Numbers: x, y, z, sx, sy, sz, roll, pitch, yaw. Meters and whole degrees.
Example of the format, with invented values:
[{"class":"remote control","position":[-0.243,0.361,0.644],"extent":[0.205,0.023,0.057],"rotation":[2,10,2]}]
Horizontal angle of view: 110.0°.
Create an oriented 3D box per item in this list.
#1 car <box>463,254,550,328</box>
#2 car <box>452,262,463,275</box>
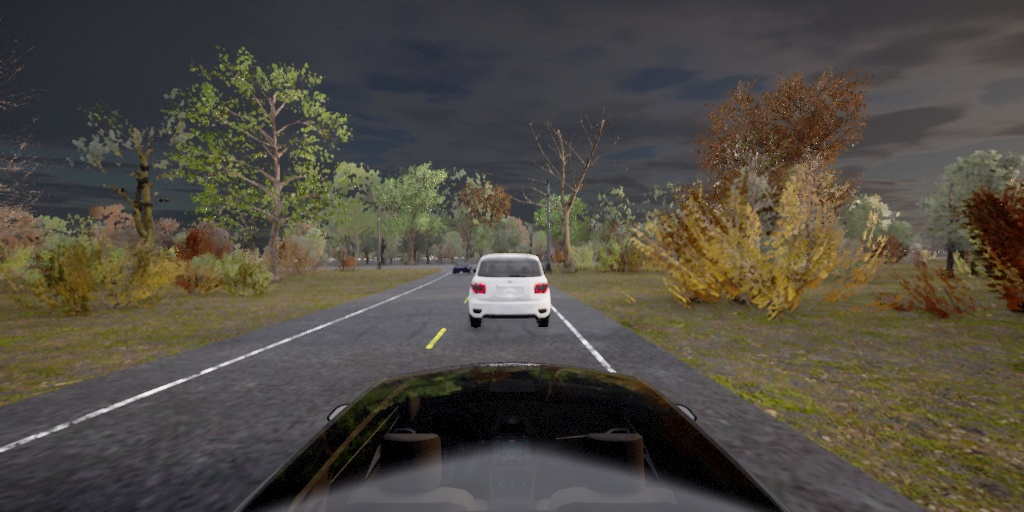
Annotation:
[{"class":"car","position":[-0.099,0.961,11.434],"extent":[2.150,2.045,5.566],"rotation":[0,0,-1]},{"class":"car","position":[-5.196,1.306,37.542],"extent":[1.895,1.301,4.718],"rotation":[0,0,-5]}]
